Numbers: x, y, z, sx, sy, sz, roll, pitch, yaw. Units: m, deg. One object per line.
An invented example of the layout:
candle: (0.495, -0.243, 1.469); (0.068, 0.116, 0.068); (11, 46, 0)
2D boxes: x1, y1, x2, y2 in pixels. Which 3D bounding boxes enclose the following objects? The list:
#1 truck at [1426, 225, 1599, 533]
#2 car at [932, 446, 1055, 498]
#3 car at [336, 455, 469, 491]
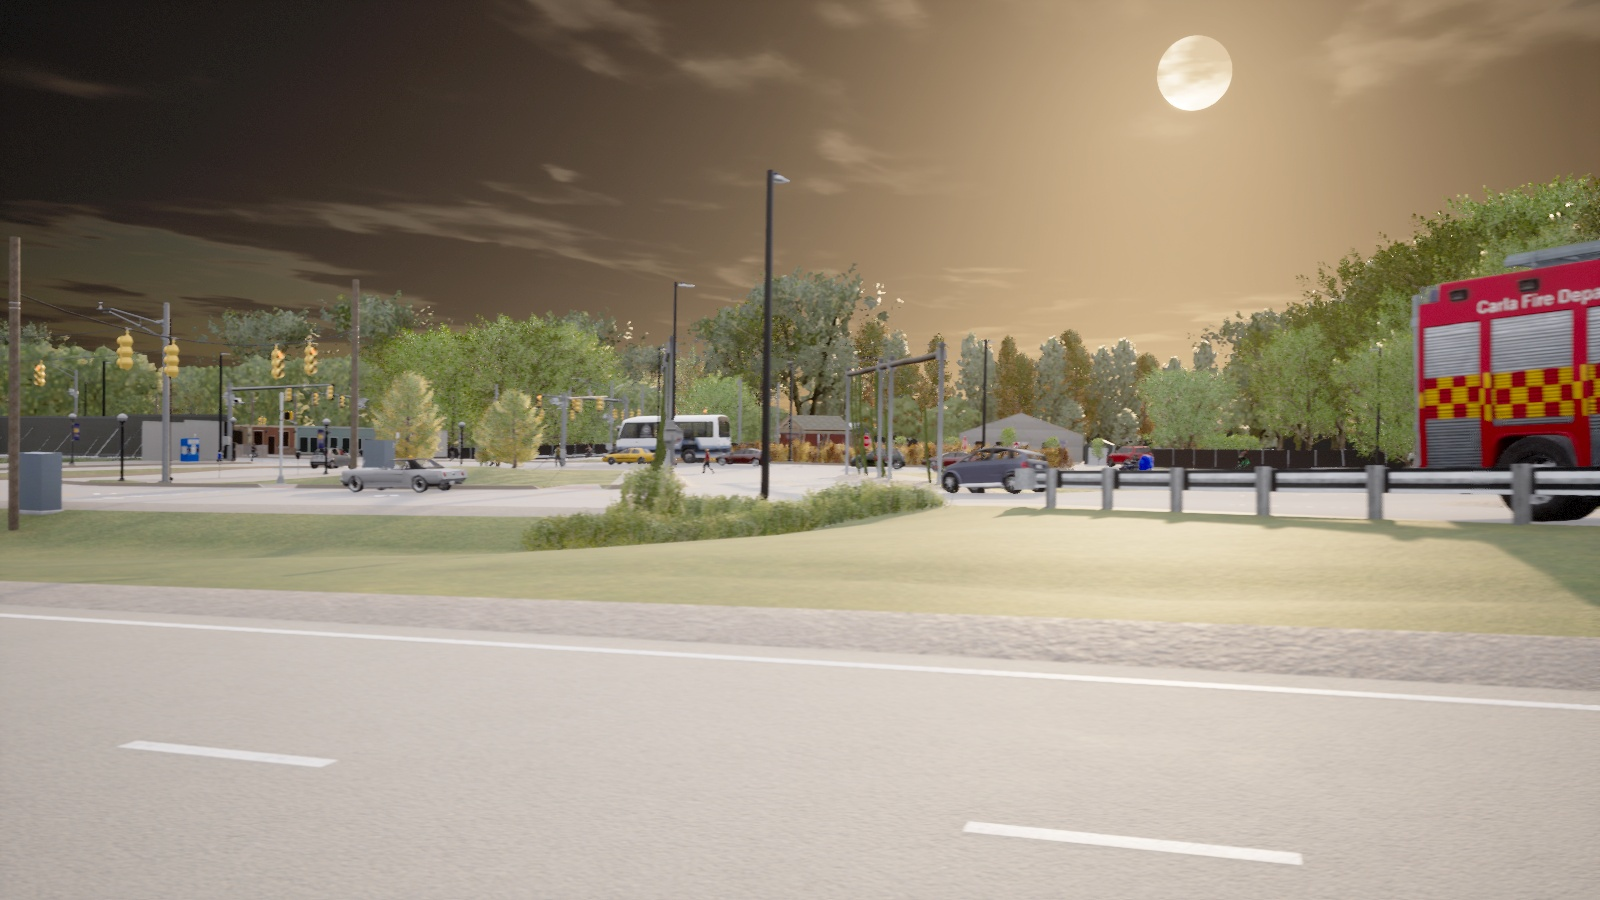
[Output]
truck: (12.063, -0.921, 14.619); (2.891, 3.827, 8.468); (0, -1, -26)
car: (6.481, 0.780, 42.257); (3.705, 1.549, 1.789); (-3, -6, 44)
car: (-15.462, 0.860, 48.875); (4.718, 1.301, 1.895); (0, 1, 18)
